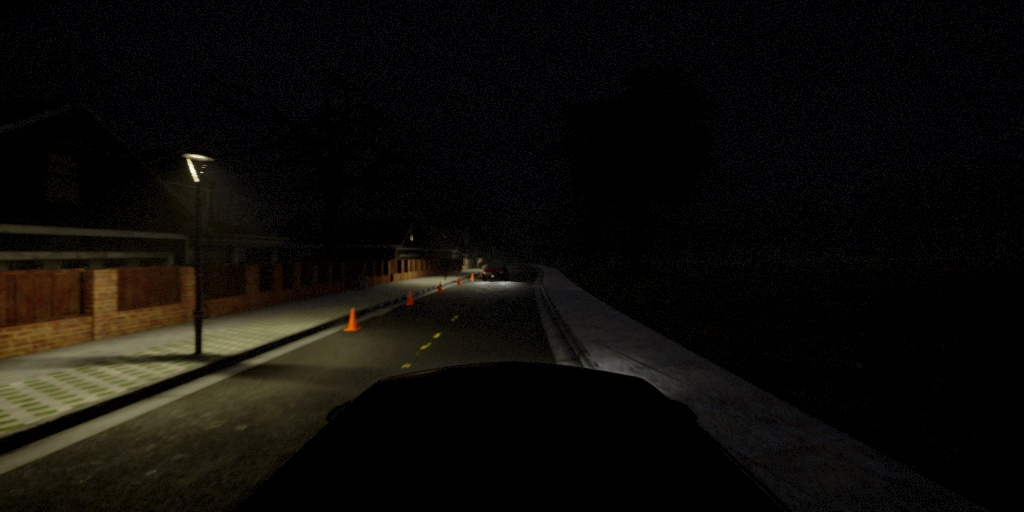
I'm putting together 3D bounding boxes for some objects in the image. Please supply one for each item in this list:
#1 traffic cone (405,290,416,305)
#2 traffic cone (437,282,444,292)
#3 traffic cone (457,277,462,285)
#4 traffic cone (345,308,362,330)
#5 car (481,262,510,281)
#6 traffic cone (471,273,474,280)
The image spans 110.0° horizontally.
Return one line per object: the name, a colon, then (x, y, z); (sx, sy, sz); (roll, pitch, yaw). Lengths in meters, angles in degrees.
traffic cone: (-4.214, 1.710, 14.861); (0.340, 0.580, 0.340); (0, 0, 2)
traffic cone: (-3.990, 1.708, 19.897); (0.340, 0.580, 0.340); (0, 0, 3)
traffic cone: (-3.684, 1.706, 24.928); (0.340, 0.580, 0.340); (0, 0, 4)
traffic cone: (-4.356, 1.712, 9.823); (0.340, 0.580, 0.340); (0, 0, 1)
car: (-1.299, 1.272, 29.913); (1.812, 1.442, 4.674); (0, 0, 5)
traffic cone: (-3.297, 1.704, 29.954); (0.340, 0.580, 0.340); (0, 0, 5)
